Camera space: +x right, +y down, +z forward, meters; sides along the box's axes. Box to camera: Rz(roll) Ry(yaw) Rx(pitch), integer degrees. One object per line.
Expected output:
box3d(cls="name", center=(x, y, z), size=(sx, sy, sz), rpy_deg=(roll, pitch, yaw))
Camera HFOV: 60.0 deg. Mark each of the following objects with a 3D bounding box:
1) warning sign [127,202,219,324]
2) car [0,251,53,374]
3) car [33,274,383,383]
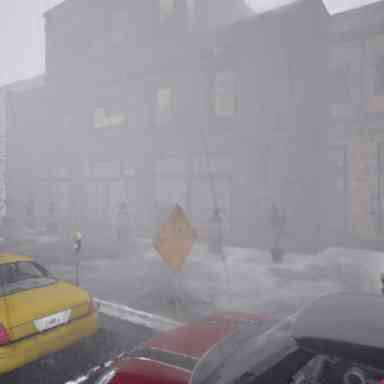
box3d(cls="warning sign", center=(-0.308, 1.130, 6.023), size=(1.060, 1.860, 1.300), rpy_deg=(0, 0, 35))
box3d(cls="car", center=(-3.585, 1.552, 5.423), size=(4.829, 1.417, 1.752), rpy_deg=(0, 0, 35))
box3d(cls="car", center=(1.073, 1.440, 2.107), size=(4.097, 1.590, 1.967), rpy_deg=(0, 0, 35))
